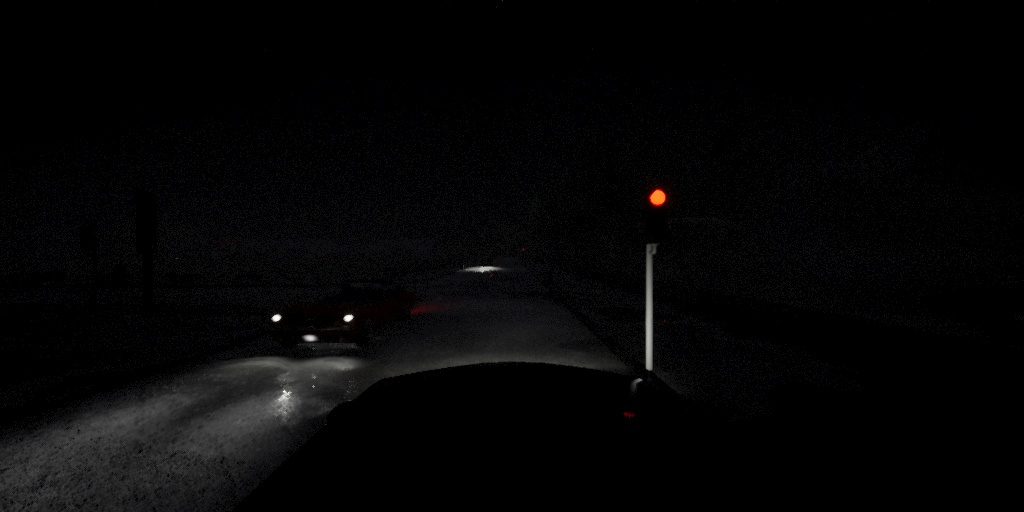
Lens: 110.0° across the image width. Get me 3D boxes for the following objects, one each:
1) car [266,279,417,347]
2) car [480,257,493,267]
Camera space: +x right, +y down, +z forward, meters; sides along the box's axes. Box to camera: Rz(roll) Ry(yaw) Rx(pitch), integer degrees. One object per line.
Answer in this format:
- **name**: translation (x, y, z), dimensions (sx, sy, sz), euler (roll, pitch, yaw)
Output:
- **car**: translation (-4.003, 1.314, 9.334), dimensions (1.895, 1.301, 4.718), euler (0, 0, 0)
- **car**: translation (-4.019, 0.904, 56.800), dimensions (2.128, 1.511, 4.902), euler (0, 1, 0)
